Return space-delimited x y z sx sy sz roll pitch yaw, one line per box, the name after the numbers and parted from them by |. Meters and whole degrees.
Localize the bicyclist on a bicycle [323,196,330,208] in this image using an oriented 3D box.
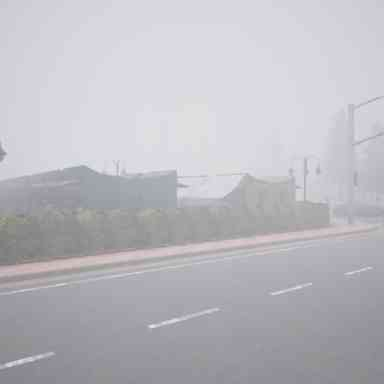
17.953 1.302 44.314 1.656 1.620 0.582 0 0 -37 | bicyclist on a bicycle

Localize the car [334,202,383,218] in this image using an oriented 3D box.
15.101 1.564 30.098 1.994 1.385 4.181 0 0 -39 | car
